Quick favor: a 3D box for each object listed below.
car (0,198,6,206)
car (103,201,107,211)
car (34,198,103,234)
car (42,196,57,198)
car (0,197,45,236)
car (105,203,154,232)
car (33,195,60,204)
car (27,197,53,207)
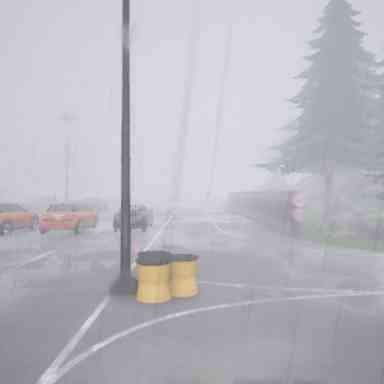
[{"bbox_3d":[-31.508,1.646,52.116,1.895,1.301,4.718,0,0,4],"label":"car"},{"bbox_3d":[-10.546,1.401,36.373,2.097,1.767,4.553,0,0,0],"label":"car"},{"bbox_3d":[-6.980,1.377,19.403,2.097,1.767,4.553,0,0,0],"label":"car"},{"bbox_3d":[-21.107,1.577,47.255,1.812,1.442,4.674,0,0,2],"label":"car"},{"bbox_3d":[-10.478,1.370,18.658,2.097,1.767,4.553,0,0,0],"label":"car"},{"bbox_3d":[-3.483,1.522,20.252,2.128,1.511,4.902,0,0,0],"label":"car"},{"bbox_3d":[-26.685,1.400,61.250,2.128,1.511,4.902,0,0,12],"label":"car"},{"bbox_3d":[-24.292,1.583,53.381,1.812,1.442,4.674,0,0,5],"label":"car"}]
